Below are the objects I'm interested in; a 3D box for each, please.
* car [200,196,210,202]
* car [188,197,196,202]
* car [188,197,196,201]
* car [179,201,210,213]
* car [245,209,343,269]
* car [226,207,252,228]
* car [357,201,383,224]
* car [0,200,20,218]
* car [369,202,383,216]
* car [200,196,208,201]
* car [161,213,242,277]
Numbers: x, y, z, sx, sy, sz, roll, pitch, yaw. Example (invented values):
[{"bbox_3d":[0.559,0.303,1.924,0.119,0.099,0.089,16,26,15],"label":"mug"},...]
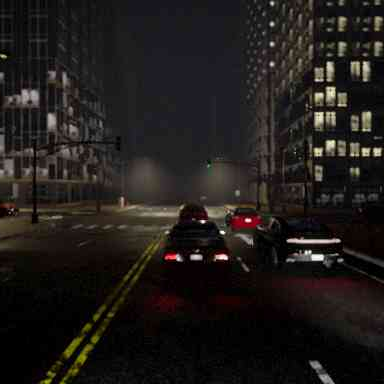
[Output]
[{"bbox_3d":[3.216,1.937,78.422,1.895,1.301,4.718,0,0,0],"label":"car"},{"bbox_3d":[-0.039,1.945,89.860,1.994,1.385,4.181,0,0,0],"label":"car"},{"bbox_3d":[-0.035,1.950,79.770,1.895,1.301,4.718,0,0,0],"label":"car"},{"bbox_3d":[0.102,1.633,23.358,1.882,1.535,5.008,0,-1,0],"label":"car"},{"bbox_3d":[3.347,1.547,11.299,2.128,1.511,4.902,0,0,0],"label":"car"},{"bbox_3d":[3.336,1.688,21.798,1.994,1.385,4.181,0,-1,0],"label":"car"},{"bbox_3d":[16.190,1.667,27.194,5.009,1.841,2.192,0,0,1],"label":"car"},{"bbox_3d":[-18.221,1.371,30.328,4.553,1.767,2.097,1,1,1],"label":"car"},{"bbox_3d":[21.795,1.835,35.482,4.829,1.417,1.752,0,0,1],"label":"car"},{"bbox_3d":[3.212,1.743,88.395,1.812,1.442,4.674,0,0,0],"label":"car"},{"bbox_3d":[0.099,1.598,10.348,2.033,1.411,5.357,0,0,0],"label":"car"}]
